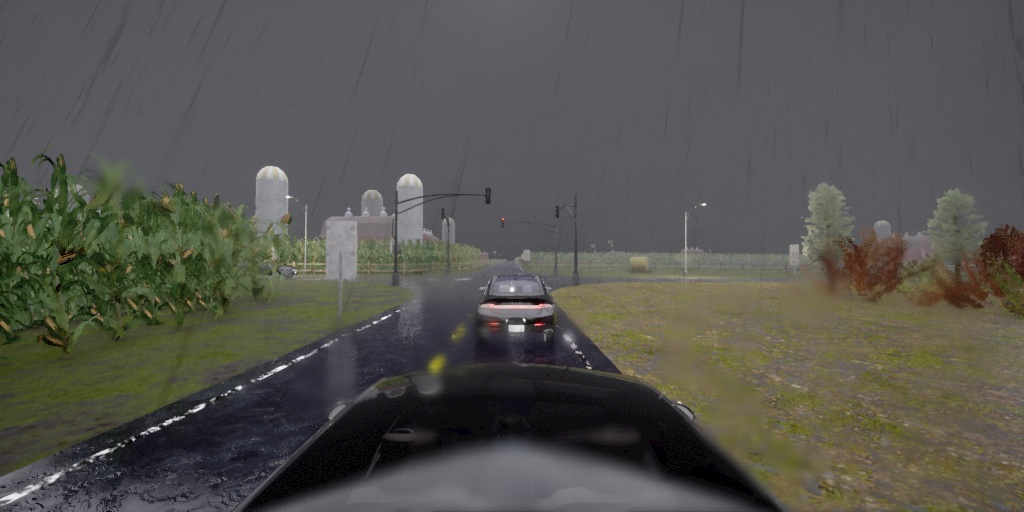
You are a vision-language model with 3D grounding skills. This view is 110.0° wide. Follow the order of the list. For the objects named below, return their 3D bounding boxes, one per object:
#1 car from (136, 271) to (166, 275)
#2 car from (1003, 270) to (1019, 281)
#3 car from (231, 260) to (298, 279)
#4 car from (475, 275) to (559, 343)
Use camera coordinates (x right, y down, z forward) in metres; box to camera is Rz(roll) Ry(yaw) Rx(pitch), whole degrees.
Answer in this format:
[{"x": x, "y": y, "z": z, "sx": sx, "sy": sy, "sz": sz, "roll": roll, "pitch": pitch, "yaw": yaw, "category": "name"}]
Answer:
[{"x": -29.754, "y": 1.037, "z": 28.261, "sx": 5.357, "sy": 1.411, "sz": 2.033, "roll": 0, "pitch": -1, "yaw": -3, "category": "car"}, {"x": 48.674, "y": 1.721, "z": 33.485, "sx": 4.674, "sy": 1.442, "sz": 1.812, "roll": 1, "pitch": -1, "yaw": -5, "category": "car"}, {"x": -19.934, "y": 1.060, "z": 28.805, "sx": 4.902, "sy": 1.511, "sz": 2.128, "roll": 0, "pitch": -1, "yaw": -4, "category": "car"}, {"x": 0.103, "y": 1.245, "z": 9.645, "sx": 2.128, "sy": 1.511, "sz": 4.902, "roll": 0, "pitch": 0, "yaw": 0, "category": "car"}]
